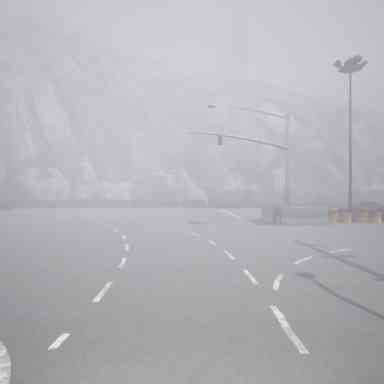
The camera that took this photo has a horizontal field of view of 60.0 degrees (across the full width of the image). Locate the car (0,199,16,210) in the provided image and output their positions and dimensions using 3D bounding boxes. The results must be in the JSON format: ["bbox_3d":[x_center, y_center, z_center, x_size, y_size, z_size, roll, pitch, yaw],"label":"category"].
[{"bbox_3d":[-23.526,1.503,39.035,4.718,1.301,1.895,0,0,-3],"label":"car"}]

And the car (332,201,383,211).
[{"bbox_3d":[15.590,1.500,30.541,4.181,1.385,1.994,0,0,-3],"label":"car"}]

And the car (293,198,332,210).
[{"bbox_3d":[15.299,1.460,41.041,5.357,1.411,2.033,0,0,-3],"label":"car"}]
